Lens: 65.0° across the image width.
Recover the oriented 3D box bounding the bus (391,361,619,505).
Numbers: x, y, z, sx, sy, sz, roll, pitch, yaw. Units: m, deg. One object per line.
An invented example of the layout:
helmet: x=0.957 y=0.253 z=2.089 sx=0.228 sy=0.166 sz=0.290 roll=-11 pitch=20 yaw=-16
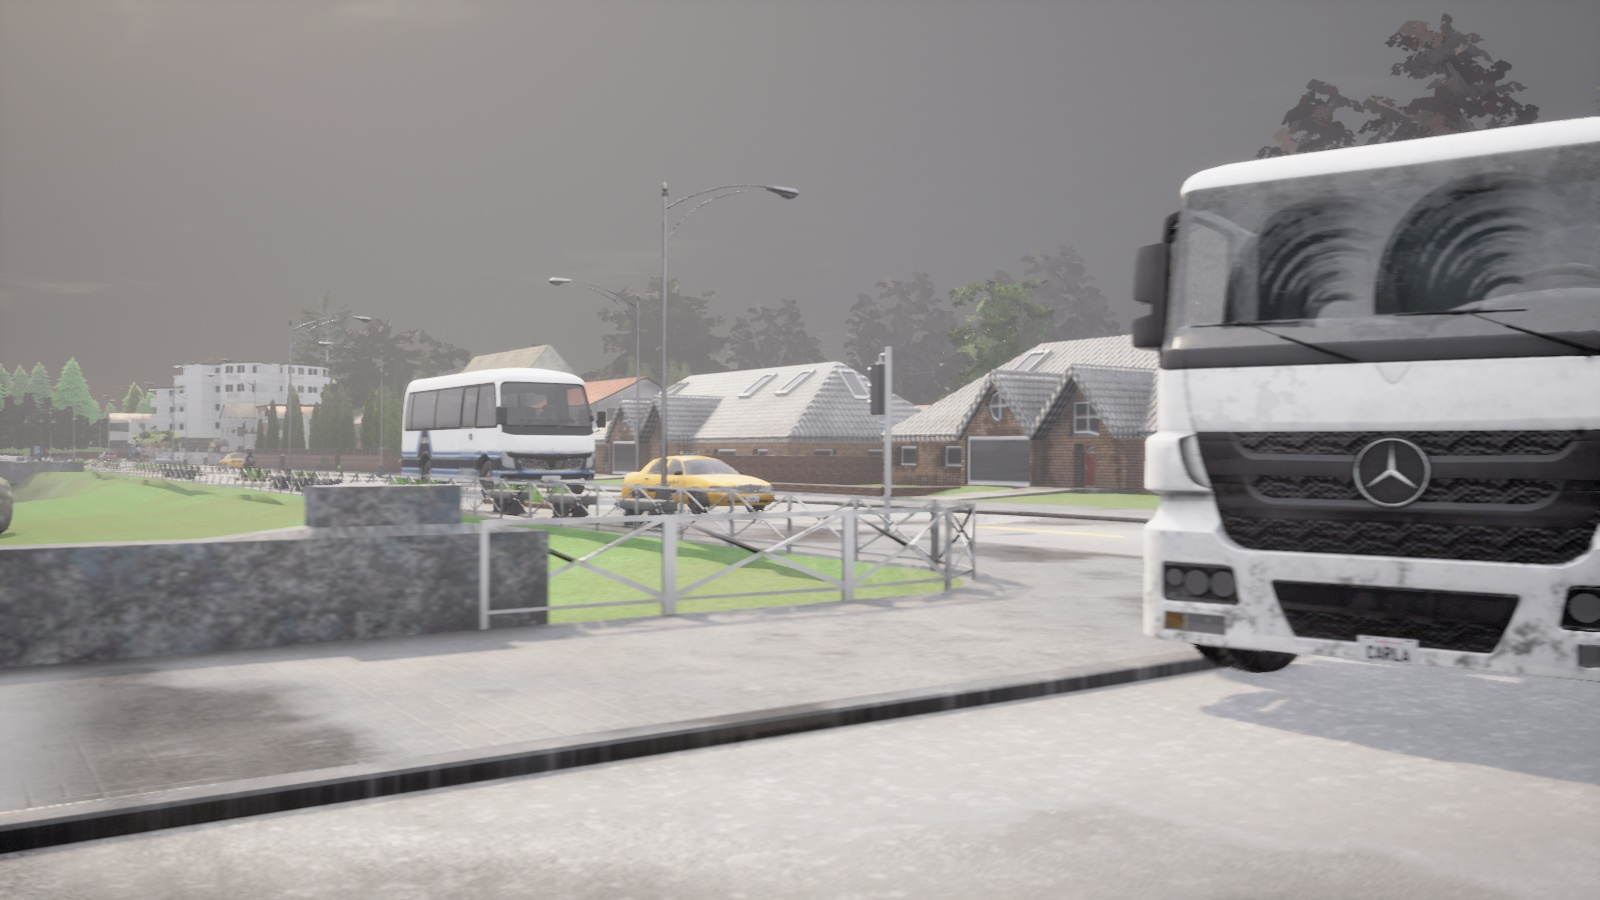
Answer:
bus: x=-10.209 y=-0.481 z=42.256 sx=3.944 sy=4.253 sz=10.273 roll=0 pitch=0 yaw=-35

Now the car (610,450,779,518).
car: x=-2.766 y=0.792 z=31.569 sx=1.801 sy=1.575 sz=5.366 roll=0 pitch=0 yaw=-35

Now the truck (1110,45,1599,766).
truck: x=5.369 y=-0.209 z=9.831 sx=2.891 sy=3.462 sz=7.936 roll=0 pitch=0 yaw=36
